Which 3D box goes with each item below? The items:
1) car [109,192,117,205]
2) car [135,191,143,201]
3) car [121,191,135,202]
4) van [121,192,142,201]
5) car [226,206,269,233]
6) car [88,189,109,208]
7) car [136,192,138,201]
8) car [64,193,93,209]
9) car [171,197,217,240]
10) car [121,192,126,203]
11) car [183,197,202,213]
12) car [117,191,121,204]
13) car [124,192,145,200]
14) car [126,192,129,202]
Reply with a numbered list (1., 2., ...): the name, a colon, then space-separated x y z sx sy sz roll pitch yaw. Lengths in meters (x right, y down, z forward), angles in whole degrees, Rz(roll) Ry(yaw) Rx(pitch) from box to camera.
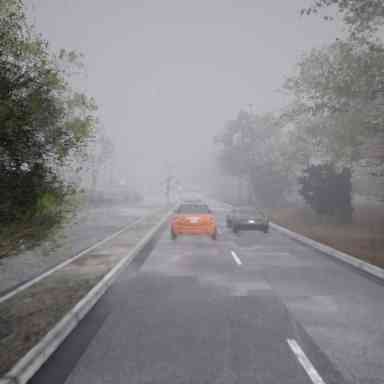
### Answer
1. car: -13.804 1.080 48.527 4.553 1.767 2.185 -1 1 -20
2. car: -13.838 0.916 69.525 5.566 2.045 2.435 -1 0 -20
3. car: -13.861 0.928 60.511 5.566 2.045 2.435 -1 0 -20
4. van: -13.654 0.933 75.597 4.442 1.987 1.878 -1 0 -19
5. car: 3.088 1.490 19.247 1.994 1.385 4.181 0 0 0
6. car: -13.861 0.981 42.500 5.566 2.045 2.435 -1 1 -20
7. car: -13.816 1.211 66.529 4.674 1.452 2.002 -1 0 -20
8. car: -14.007 1.269 36.450 5.366 1.575 1.946 -1 1 -20
9. car: 0.089 1.296 16.908 2.097 1.767 4.553 0 0 0
10. car: -13.841 1.191 54.524 4.892 1.521 2.231 -1 0 -20
11. car: 0.078 1.291 35.240 1.837 1.490 4.892 0 0 0
12. car: -13.867 1.071 51.513 4.553 1.767 2.185 -1 0 -20
13. car: -13.682 1.031 78.575 4.553 1.767 2.185 -1 0 -19
14. car: -13.858 1.213 57.508 4.792 1.488 2.163 -1 0 -20
